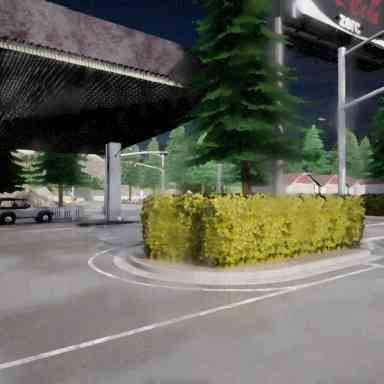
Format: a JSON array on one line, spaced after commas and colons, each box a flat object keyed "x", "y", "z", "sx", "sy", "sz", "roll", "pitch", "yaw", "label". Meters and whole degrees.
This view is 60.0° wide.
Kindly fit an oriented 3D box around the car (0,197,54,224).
[{"x": -11.935, "y": 1.313, "z": 23.504, "sx": 3.866, "sy": 1.878, "sz": 1.905, "roll": 0, "pitch": 0, "yaw": -36, "label": "car"}]
